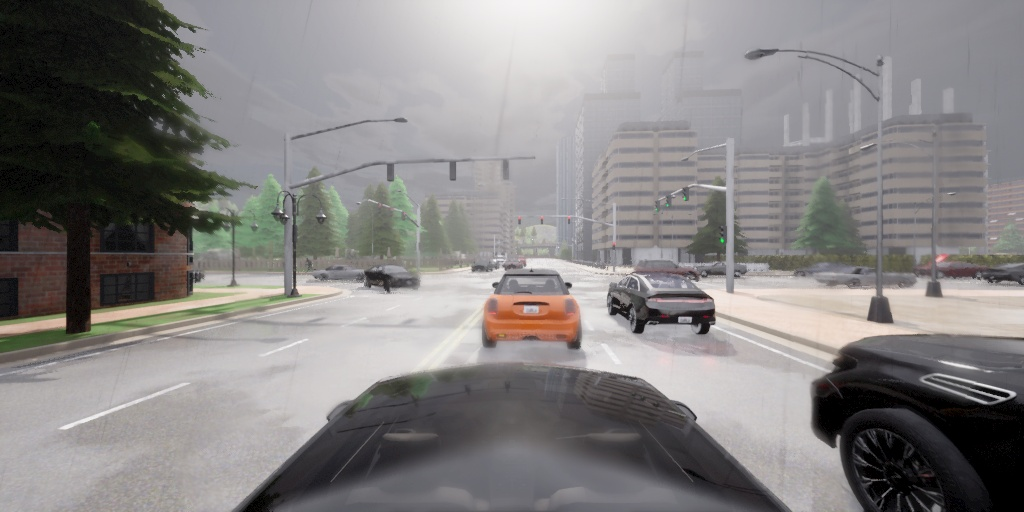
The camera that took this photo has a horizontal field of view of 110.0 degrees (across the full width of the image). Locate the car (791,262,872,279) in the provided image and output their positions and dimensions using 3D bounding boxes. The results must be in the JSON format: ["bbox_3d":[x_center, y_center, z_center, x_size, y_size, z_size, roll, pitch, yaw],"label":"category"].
[{"bbox_3d":[28.849,1.297,32.526,5.357,1.411,2.033,0,0,4],"label":"car"}]

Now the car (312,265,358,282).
[{"bbox_3d":[-13.025,1.351,28.324,4.718,1.301,1.895,0,0,4],"label":"car"}]

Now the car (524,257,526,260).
[{"bbox_3d":[0.779,1.314,58.634,1.994,1.385,4.181,0,0,5],"label":"car"}]

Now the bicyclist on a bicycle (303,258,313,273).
[{"bbox_3d":[-22.760,1.051,40.035,0.582,1.620,1.656,0,0,4],"label":"bicyclist on a bicycle"}]

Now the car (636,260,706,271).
[{"bbox_3d":[11.341,1.102,26.568,4.553,1.767,2.097,0,0,4],"label":"car"}]

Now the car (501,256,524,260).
[{"bbox_3d":[0.134,1.102,50.038,2.097,1.767,4.553,0,0,4],"label":"car"}]

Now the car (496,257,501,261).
[{"bbox_3d":[-3.026,1.241,54.785,2.128,1.511,4.902,0,0,4],"label":"car"}]

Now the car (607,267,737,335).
[{"bbox_3d":[4.092,1.241,10.578,2.128,1.511,4.902,0,0,4],"label":"car"}]

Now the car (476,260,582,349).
[{"bbox_3d":[0.517,1.102,9.350,2.097,1.767,4.553,0,0,3],"label":"car"}]

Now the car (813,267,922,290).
[{"bbox_3d":[21.919,1.351,22.296,4.718,1.301,1.895,0,0,4],"label":"car"}]

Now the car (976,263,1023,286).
[{"bbox_3d":[35.881,1.255,24.800,4.892,1.490,1.837,0,0,4],"label":"car"}]

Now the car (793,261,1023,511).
[{"bbox_3d":[3.708,0.971,0.741,2.150,2.045,5.566,0,0,0],"label":"car"}]

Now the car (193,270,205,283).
[{"bbox_3d":[-24.768,1.256,25.671,4.892,1.490,1.837,0,0,4],"label":"car"}]

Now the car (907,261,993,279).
[{"bbox_3d":[38.752,1.228,31.805,5.008,1.535,1.882,0,0,4],"label":"car"}]

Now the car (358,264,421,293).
[{"bbox_3d":[-7.161,1.228,21.328,1.882,1.535,5.008,2,-2,-41],"label":"car"}]

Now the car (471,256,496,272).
[{"bbox_3d":[-3.761,1.102,45.866,2.097,1.767,4.553,0,0,6],"label":"car"}]

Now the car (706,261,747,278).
[{"bbox_3d":[19.001,1.241,33.236,4.902,1.511,2.128,0,0,4],"label":"car"}]
